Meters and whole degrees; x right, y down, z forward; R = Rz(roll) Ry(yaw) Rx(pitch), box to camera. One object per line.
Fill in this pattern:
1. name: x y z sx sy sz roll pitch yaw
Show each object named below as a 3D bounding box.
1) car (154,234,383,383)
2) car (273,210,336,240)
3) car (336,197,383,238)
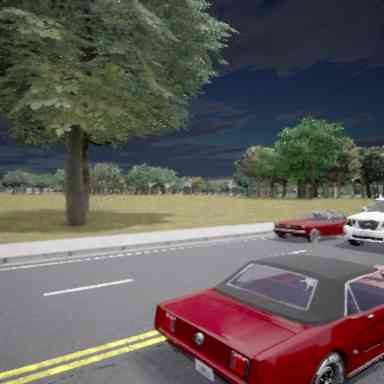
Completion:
1. car: 1.942 1.594 4.825 4.718 1.301 1.895 0 0 -36
2. car: 6.056 1.580 15.993 4.718 1.301 1.895 0 0 -35
3. car: 8.692 1.201 13.881 5.566 2.045 2.150 0 0 -35
